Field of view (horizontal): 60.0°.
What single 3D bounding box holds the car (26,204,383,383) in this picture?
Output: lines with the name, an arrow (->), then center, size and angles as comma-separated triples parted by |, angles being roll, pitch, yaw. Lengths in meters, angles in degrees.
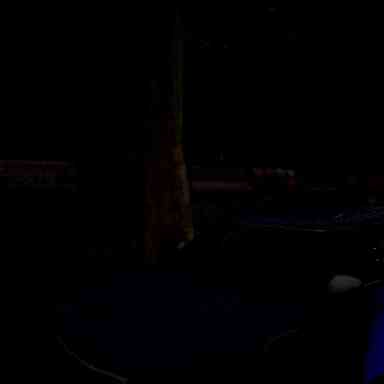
car -> 1.183, 1.204, 3.909 | 5.566, 2.045, 2.150 | 0, 0, -36
